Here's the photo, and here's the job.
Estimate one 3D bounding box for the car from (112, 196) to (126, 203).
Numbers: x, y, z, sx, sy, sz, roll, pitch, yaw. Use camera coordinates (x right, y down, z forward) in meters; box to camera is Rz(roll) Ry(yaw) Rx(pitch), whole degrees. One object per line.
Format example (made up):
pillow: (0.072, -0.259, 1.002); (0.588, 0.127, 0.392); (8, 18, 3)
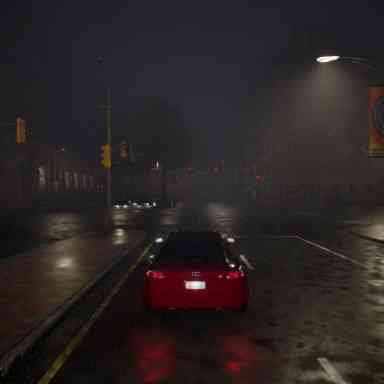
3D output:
car: (-14.781, 1.593, 67.799); (1.895, 1.301, 4.718); (0, 0, 0)

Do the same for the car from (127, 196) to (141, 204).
car: (-11.557, 1.563, 66.137); (1.994, 1.385, 4.181); (0, 0, 0)

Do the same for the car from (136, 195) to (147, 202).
car: (-11.535, 1.476, 76.556); (1.882, 1.535, 5.008); (0, 0, 0)

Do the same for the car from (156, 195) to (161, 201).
car: (-8.036, 1.599, 68.357); (1.895, 1.301, 4.718); (0, 0, 0)

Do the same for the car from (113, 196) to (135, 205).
car: (-11.608, 1.563, 56.843); (1.994, 1.385, 4.181); (0, 0, 0)

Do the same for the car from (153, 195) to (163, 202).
car: (-8.036, 1.498, 78.561); (1.837, 1.490, 4.892); (0, 0, 0)

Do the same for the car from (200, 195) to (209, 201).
car: (3.460, 1.551, 87.081); (1.994, 1.385, 4.181); (0, 0, 0)

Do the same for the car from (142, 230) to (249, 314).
car: (0.071, 1.564, 7.694); (1.994, 1.385, 4.181); (0, 0, 0)

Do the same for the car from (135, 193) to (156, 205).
car: (-8.107, 1.220, 58.558); (2.150, 2.045, 5.566); (0, 0, 0)
